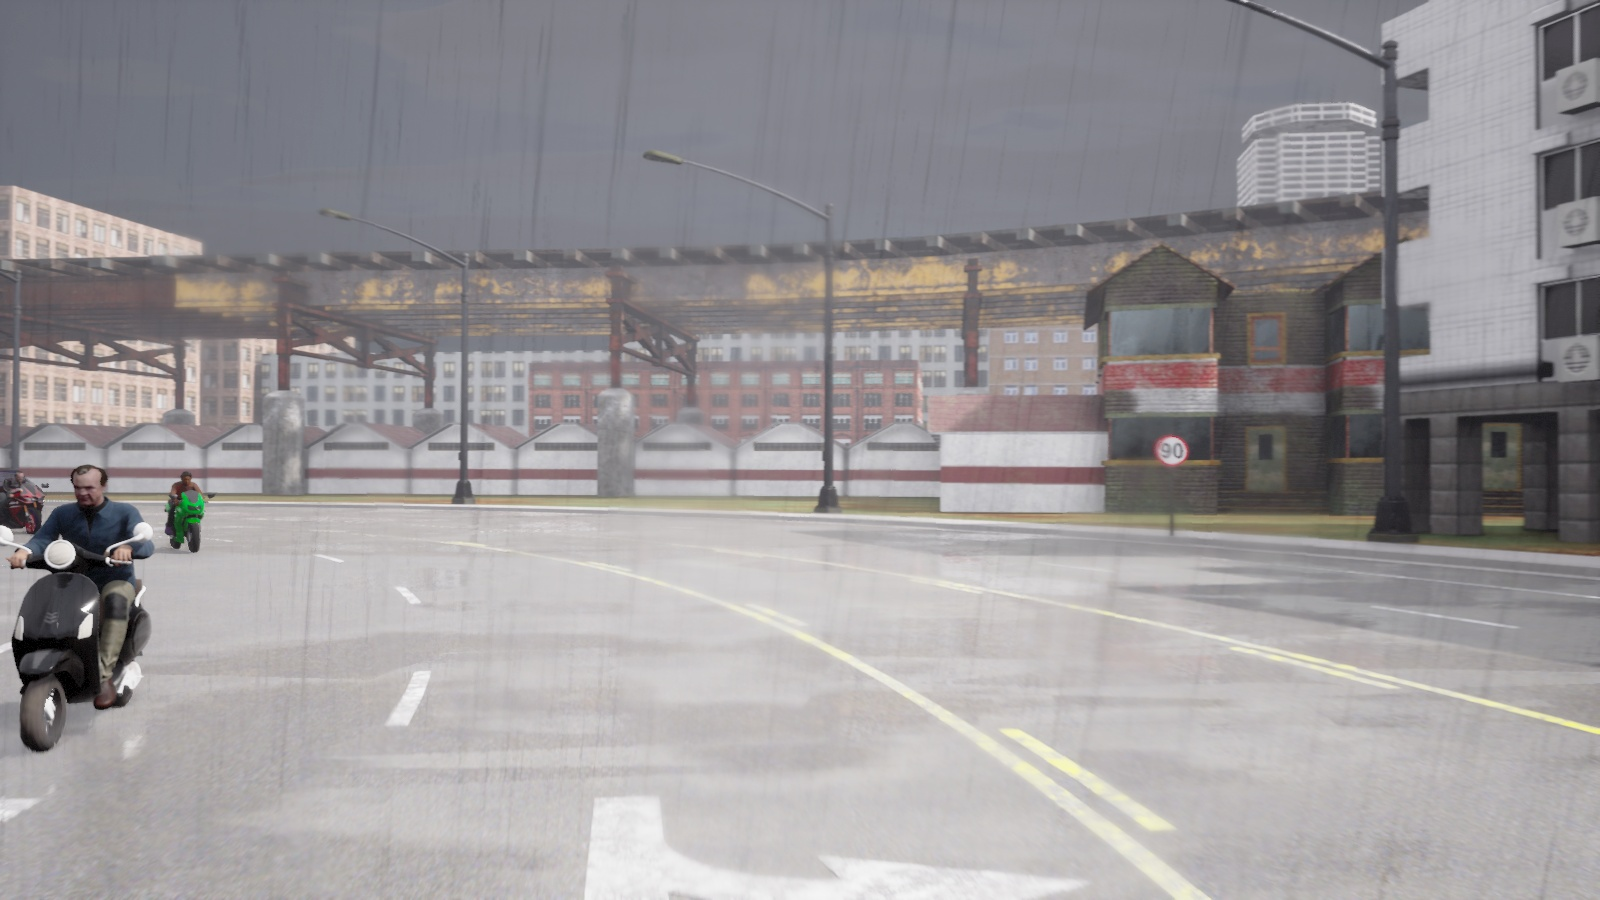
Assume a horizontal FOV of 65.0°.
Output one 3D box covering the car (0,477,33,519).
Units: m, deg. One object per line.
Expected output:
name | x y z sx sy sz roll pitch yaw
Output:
car | -30.134 1.742 45.502 3.633 1.501 1.845 0 -1 7

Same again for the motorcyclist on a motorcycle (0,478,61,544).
motorcyclist on a motorcycle | -18.850 1.451 30.265 2.191 1.530 0.866 -1 -1 32

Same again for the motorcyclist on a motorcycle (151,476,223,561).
motorcyclist on a motorcycle | -11.595 1.252 23.709 0.797 1.523 2.044 0 -1 -38

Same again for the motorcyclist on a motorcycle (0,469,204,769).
motorcyclist on a motorcycle | -4.311 0.917 7.612 0.866 1.590 1.817 0 -1 -12
